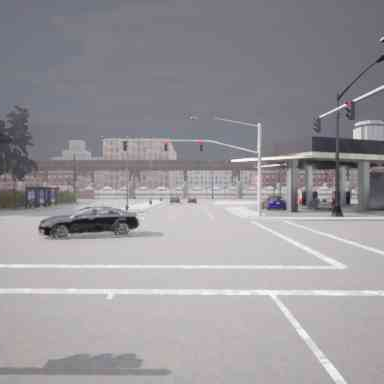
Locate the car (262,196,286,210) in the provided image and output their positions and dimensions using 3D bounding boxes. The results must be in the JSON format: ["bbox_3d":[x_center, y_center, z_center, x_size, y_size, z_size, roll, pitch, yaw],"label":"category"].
[{"bbox_3d":[9.733,1.293,39.643,2.242,1.667,4.611,0,0,0],"label":"car"}]

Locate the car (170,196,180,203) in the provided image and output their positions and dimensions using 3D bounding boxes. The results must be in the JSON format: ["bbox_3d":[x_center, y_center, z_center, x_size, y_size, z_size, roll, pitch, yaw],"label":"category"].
[{"bbox_3d":[-3.361,1.488,66.247,2.128,1.511,4.902,0,0,0],"label":"car"}]

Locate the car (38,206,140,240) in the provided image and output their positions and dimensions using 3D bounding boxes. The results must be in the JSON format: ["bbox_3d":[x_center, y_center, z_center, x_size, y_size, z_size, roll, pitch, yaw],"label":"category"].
[{"bbox_3d":[-5.128,1.490,16.903,4.902,1.511,2.128,0,0,-21],"label":"car"}]

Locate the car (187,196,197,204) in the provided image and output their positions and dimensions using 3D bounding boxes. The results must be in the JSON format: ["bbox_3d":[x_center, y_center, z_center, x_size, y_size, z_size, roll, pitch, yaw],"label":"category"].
[{"bbox_3d":[0.037,1.544,64.324,2.033,1.411,5.357,0,0,0],"label":"car"}]

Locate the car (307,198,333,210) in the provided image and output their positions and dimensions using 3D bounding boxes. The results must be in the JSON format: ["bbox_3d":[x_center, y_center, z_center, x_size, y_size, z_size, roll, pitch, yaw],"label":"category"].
[{"bbox_3d":[15.478,1.454,40.402,1.970,1.475,3.806,0,0,0],"label":"car"}]
